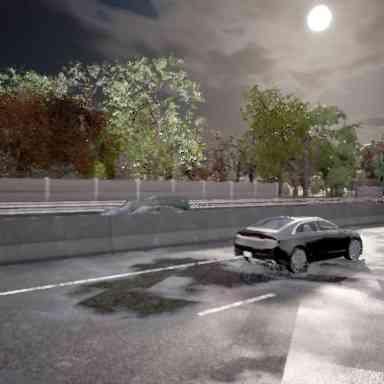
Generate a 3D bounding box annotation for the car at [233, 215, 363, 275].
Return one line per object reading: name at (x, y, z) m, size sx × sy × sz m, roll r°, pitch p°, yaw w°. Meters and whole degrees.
car at (3.499, 1.493, 10.537) m, size 4.902 × 1.511 × 2.128 m, roll 0°, pitch 0°, yaw -35°

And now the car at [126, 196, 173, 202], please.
car at (-3.943, 1.354, 22.623) m, size 4.553 × 1.767 × 2.097 m, roll 0°, pitch 0°, yaw -35°

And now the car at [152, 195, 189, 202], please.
car at (-2.675, 1.228, 27.780) m, size 5.566 × 2.045 × 2.150 m, roll 0°, pitch 0°, yaw -35°

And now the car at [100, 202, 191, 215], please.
car at (-2.498, 1.509, 19.360) m, size 4.892 × 1.490 × 1.837 m, roll 1°, pitch 0°, yaw -35°
